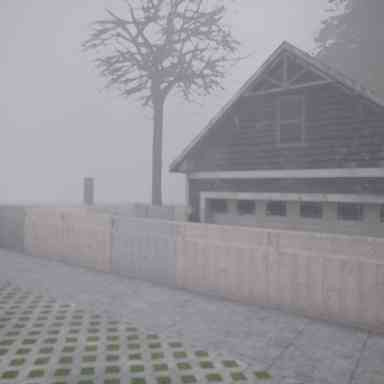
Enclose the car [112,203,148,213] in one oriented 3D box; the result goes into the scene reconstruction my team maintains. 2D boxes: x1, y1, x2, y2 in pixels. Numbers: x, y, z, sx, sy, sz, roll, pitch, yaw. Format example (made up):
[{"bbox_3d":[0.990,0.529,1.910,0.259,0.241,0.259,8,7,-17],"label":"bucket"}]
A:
[{"bbox_3d":[-5.394,1.680,30.687,1.895,1.301,4.718,1,0,35],"label":"car"}]
